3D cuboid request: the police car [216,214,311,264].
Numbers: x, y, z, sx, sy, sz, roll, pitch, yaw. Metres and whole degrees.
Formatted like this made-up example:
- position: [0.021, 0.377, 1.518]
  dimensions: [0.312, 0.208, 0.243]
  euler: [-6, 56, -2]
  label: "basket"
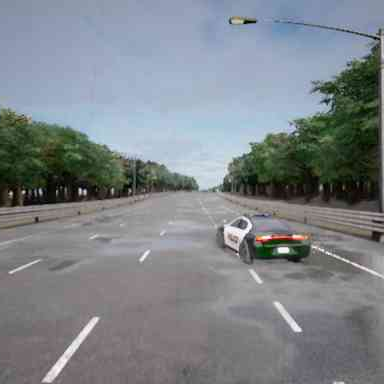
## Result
- position: [2.331, 1.595, 12.536]
  dimensions: [2.038, 1.542, 4.974]
  euler: [0, 0, -11]
  label: "police car"
